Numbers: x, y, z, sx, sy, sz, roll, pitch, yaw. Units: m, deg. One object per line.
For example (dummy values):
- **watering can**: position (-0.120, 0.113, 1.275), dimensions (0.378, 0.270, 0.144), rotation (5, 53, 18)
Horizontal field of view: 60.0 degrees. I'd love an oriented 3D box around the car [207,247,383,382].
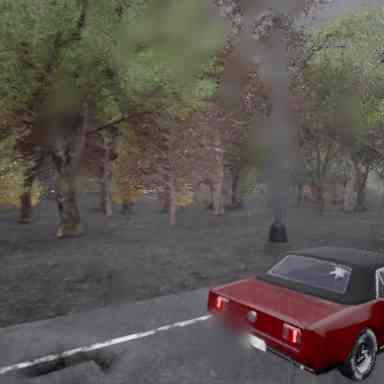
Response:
- **car**: position (2.650, 1.592, 5.420), dimensions (4.718, 1.301, 1.895), rotation (0, 0, -34)
